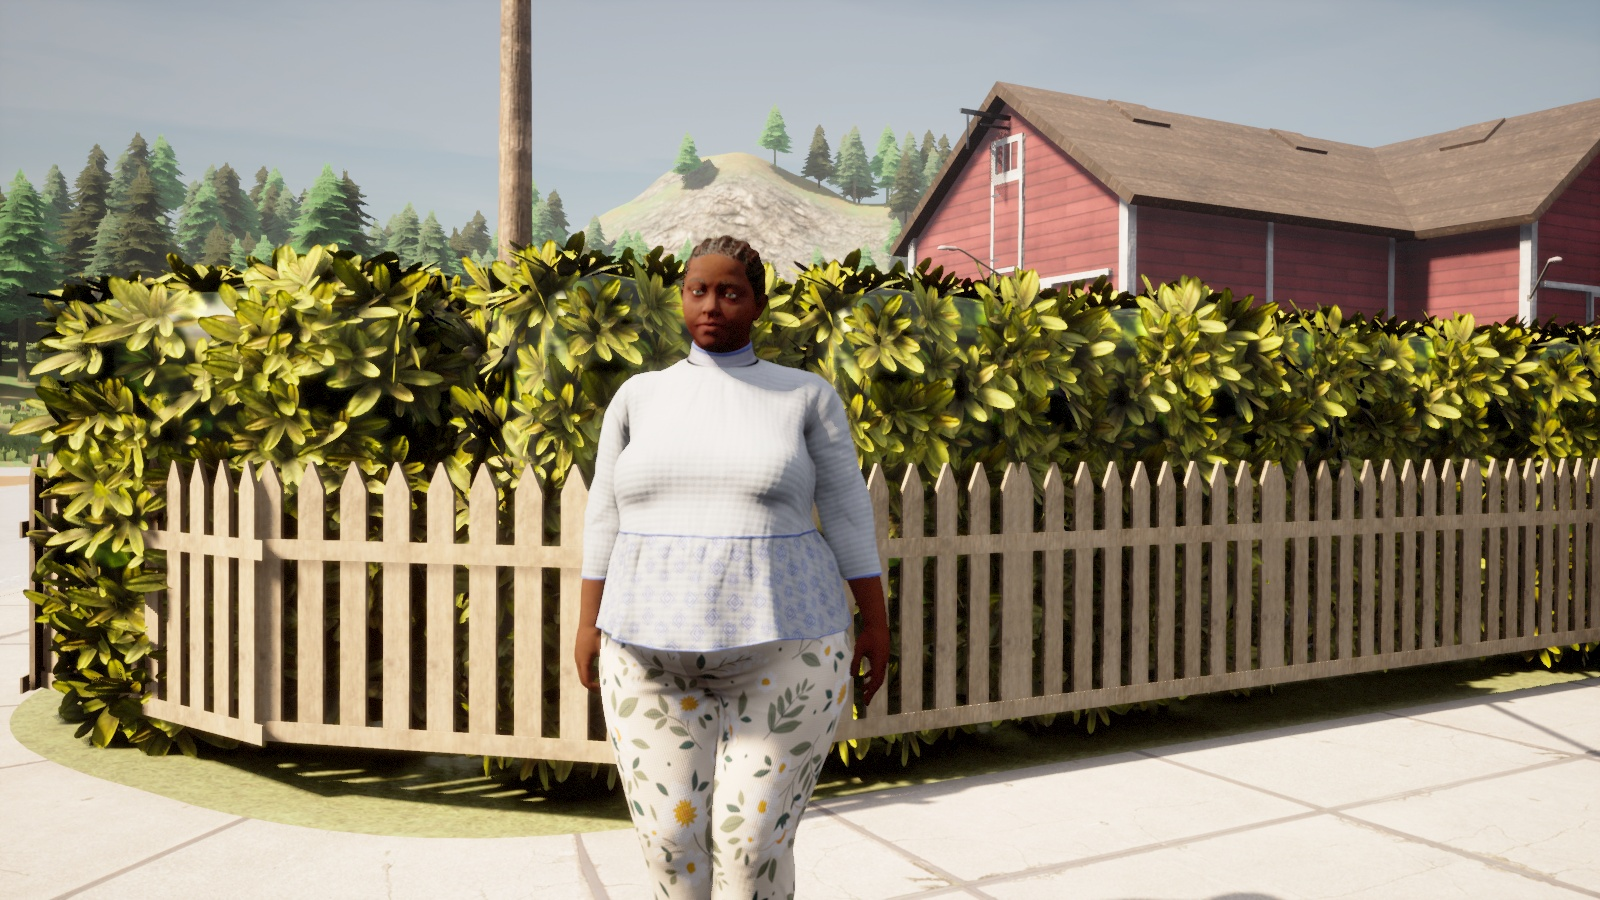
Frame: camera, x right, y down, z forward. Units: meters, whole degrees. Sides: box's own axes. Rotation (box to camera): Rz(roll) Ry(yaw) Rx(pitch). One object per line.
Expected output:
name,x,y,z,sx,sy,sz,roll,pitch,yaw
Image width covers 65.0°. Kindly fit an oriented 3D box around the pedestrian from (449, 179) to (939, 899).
pedestrian,-0.168,0.424,2.862,0.874,1.855,0.900,-1,1,11
